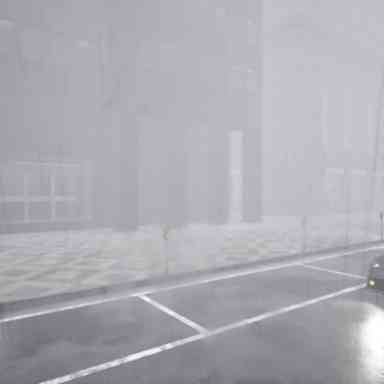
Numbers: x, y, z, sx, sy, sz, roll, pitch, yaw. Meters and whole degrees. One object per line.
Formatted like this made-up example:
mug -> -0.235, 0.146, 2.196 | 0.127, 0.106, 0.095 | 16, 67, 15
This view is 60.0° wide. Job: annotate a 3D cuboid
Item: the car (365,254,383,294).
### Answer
car -> 5.773, 1.582, 7.495 | 4.181, 1.385, 1.994 | 0, 0, -35
